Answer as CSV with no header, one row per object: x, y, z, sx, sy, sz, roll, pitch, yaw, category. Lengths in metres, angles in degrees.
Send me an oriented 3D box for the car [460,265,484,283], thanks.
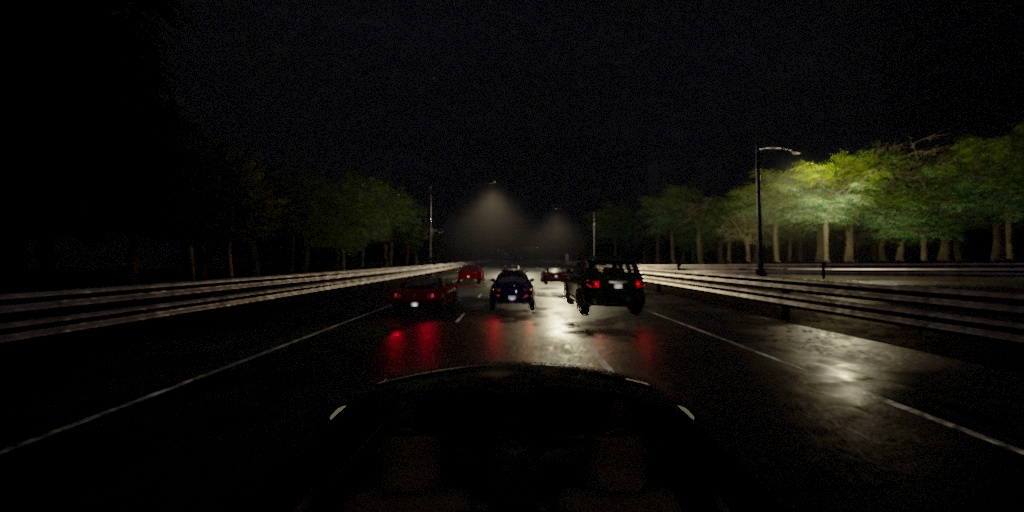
-3.484,1.504,31.112,1.882,1.535,5.008,0,0,0,car

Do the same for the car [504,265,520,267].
0.010,1.514,30.366,2.128,1.511,4.902,0,0,0,car

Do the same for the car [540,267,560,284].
3.512,1.586,30.391,1.994,1.385,4.181,0,0,0,car

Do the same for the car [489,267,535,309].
0.018,1.413,15.770,1.812,1.442,4.674,0,0,0,car

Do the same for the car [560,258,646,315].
3.507,1.099,14.441,2.150,2.045,5.566,0,0,0,car

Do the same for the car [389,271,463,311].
-3.485,1.482,15.121,1.895,1.301,4.718,0,-1,0,car
